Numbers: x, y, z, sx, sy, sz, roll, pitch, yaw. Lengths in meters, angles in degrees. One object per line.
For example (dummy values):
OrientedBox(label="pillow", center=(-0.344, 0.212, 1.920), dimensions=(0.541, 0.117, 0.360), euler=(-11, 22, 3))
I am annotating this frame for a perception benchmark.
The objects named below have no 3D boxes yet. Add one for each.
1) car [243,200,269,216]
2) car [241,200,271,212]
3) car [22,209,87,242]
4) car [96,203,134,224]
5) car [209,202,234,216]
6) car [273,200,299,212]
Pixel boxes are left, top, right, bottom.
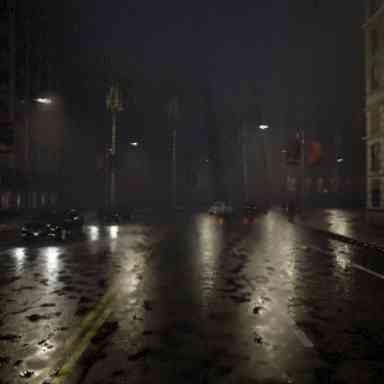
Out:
OrientedBox(label="car", center=(7.058, 1.838, 36.616), dimensions=(2.128, 1.511, 4.902), euler=(0, -1, 25))
OrientedBox(label="car", center=(9.027, 1.918, 46.610), dimensions=(1.882, 1.535, 5.008), euler=(0, 0, 39))
OrientedBox(label="car", center=(-7.029, 1.670, 17.471), dimensions=(1.837, 1.490, 4.892), euler=(0, -1, 1))
OrientedBox(label="car", center=(-6.377, 1.741, 27.913), dimensions=(1.882, 1.535, 5.008), euler=(0, -1, 7))
OrientedBox(label="car", center=(3.257, 1.872, 36.636), dimensions=(1.812, 1.442, 4.674), euler=(0, -1, 22))
OrientedBox(label="car", center=(13.068, 1.942, 46.082), dimensions=(1.837, 1.490, 4.892), euler=(-1, 0, 43))
